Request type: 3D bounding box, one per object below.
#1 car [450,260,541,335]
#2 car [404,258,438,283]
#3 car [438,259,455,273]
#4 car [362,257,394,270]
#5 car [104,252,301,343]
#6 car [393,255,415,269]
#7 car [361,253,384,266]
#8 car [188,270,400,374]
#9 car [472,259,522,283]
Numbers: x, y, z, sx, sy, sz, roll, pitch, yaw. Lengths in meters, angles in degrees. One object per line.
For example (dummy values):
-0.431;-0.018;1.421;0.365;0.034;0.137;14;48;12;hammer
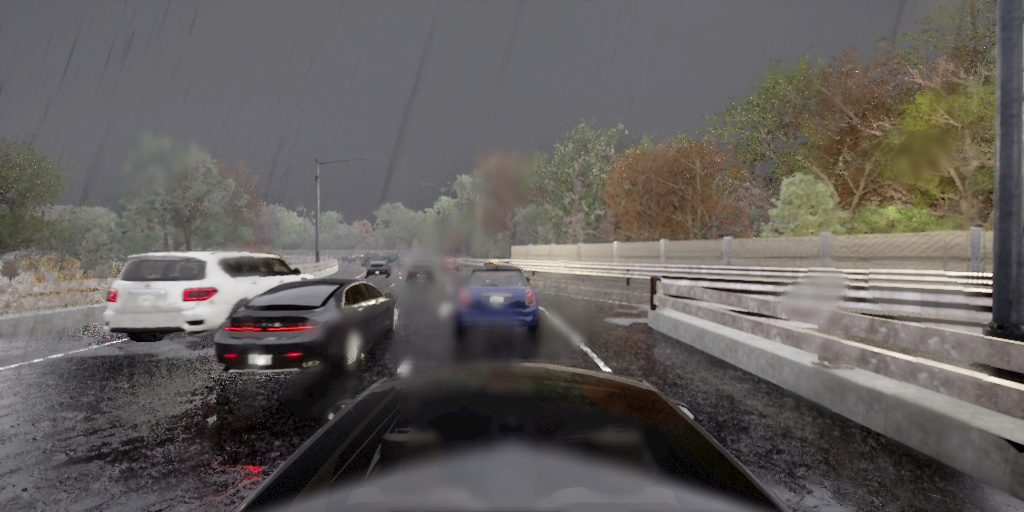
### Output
-0.502;1.043;10.502;2.097;1.767;4.553;0;0;-5;car
-6.635;1.090;26.398;1.837;1.490;4.892;0;0;-13;car
-6.954;1.024;39.490;1.812;1.442;4.674;0;0;-20;car
-11.584;1.057;31.309;1.837;1.490;4.892;0;0;-16;car
-7.363;0.918;9.677;2.150;2.045;5.566;0;0;-5;car
-14.296;0.988;48.099;2.033;1.411;5.357;0;0;-26;car
-21.048;0.625;53.421;2.150;2.045;5.566;0;0;-30;car
-3.729;1.215;7.495;1.837;1.490;4.892;0;0;-4;car
-1.270;1.057;27.389;1.882;1.535;5.008;0;1;-28;car
